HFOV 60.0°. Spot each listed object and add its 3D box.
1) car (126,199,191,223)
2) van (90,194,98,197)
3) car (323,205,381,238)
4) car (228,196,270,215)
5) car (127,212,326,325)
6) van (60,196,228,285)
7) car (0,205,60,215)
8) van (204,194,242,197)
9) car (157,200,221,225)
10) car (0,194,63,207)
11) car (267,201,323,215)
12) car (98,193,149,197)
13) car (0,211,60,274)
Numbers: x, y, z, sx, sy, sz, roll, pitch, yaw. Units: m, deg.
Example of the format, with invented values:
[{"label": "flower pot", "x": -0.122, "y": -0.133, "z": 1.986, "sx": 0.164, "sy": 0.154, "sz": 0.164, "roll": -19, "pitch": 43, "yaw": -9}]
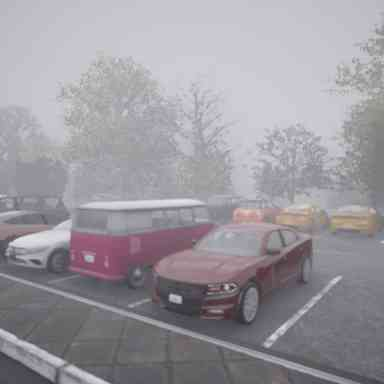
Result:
[{"label": "car", "x": -2.439, "y": 1.357, "z": 25.850, "sx": 1.946, "sy": 1.575, "sz": 5.366, "roll": 0, "pitch": 0, "yaw": 36}, {"label": "van", "x": -6.868, "y": 1.116, "z": 29.387, "sx": 1.878, "sy": 1.987, "sz": 4.442, "roll": 0, "pitch": 0, "yaw": 36}, {"label": "car", "x": 8.934, "y": 1.459, "z": 17.946, "sx": 2.097, "sy": 1.535, "sz": 5.008, "roll": 1, "pitch": 0, "yaw": 36}, {"label": "car", "x": 4.411, "y": 1.293, "z": 21.146, "sx": 2.185, "sy": 1.767, "sz": 4.553, "roll": 1, "pitch": 0, "yaw": 36}, {"label": "car", "x": 1.184, "y": 1.457, "z": 7.421, "sx": 2.097, "sy": 1.535, "sz": 5.008, "roll": 1, "pitch": 0, "yaw": 36}, {"label": "van", "x": -1.009, "y": 1.211, "z": 9.124, "sx": 1.878, "sy": 1.987, "sz": 4.442, "roll": 1, "pitch": 0, "yaw": 36}, {"label": "car", "x": -5.578, "y": 1.426, "z": 12.282, "sx": 2.163, "sy": 1.488, "sz": 4.792, "roll": 1, "pitch": 0, "yaw": 36}, {"label": "van", "x": 2.244, "y": 1.173, "z": 22.876, "sx": 1.878, "sy": 1.987, "sz": 4.442, "roll": 1, "pitch": 0, "yaw": 36}, {"label": "car", "x": -0.084, "y": 1.379, "z": 24.387, "sx": 2.231, "sy": 1.521, "sz": 4.892, "roll": 1, "pitch": 0, "yaw": 36}, {"label": "car", "x": -7.869, "y": 1.125, "z": 13.848, "sx": 2.435, "sy": 2.045, "sz": 5.566, "roll": 1, "pitch": 0, "yaw": 36}, {"label": "car", "x": 6.578, "y": 1.438, "z": 19.630, "sx": 2.097, "sy": 1.535, "sz": 5.008, "roll": 1, "pitch": 0, "yaw": 36}, {"label": "car", "x": -4.567, "y": 1.094, "z": 27.632, "sx": 2.435, "sy": 2.045, "sz": 5.566, "roll": 0, "pitch": 0, "yaw": 36}, {"label": "car", "x": -3.335, "y": 1.457, "z": 10.646, "sx": 2.002, "sy": 1.452, "sz": 4.674, "roll": 0, "pitch": 0, "yaw": 36}]
